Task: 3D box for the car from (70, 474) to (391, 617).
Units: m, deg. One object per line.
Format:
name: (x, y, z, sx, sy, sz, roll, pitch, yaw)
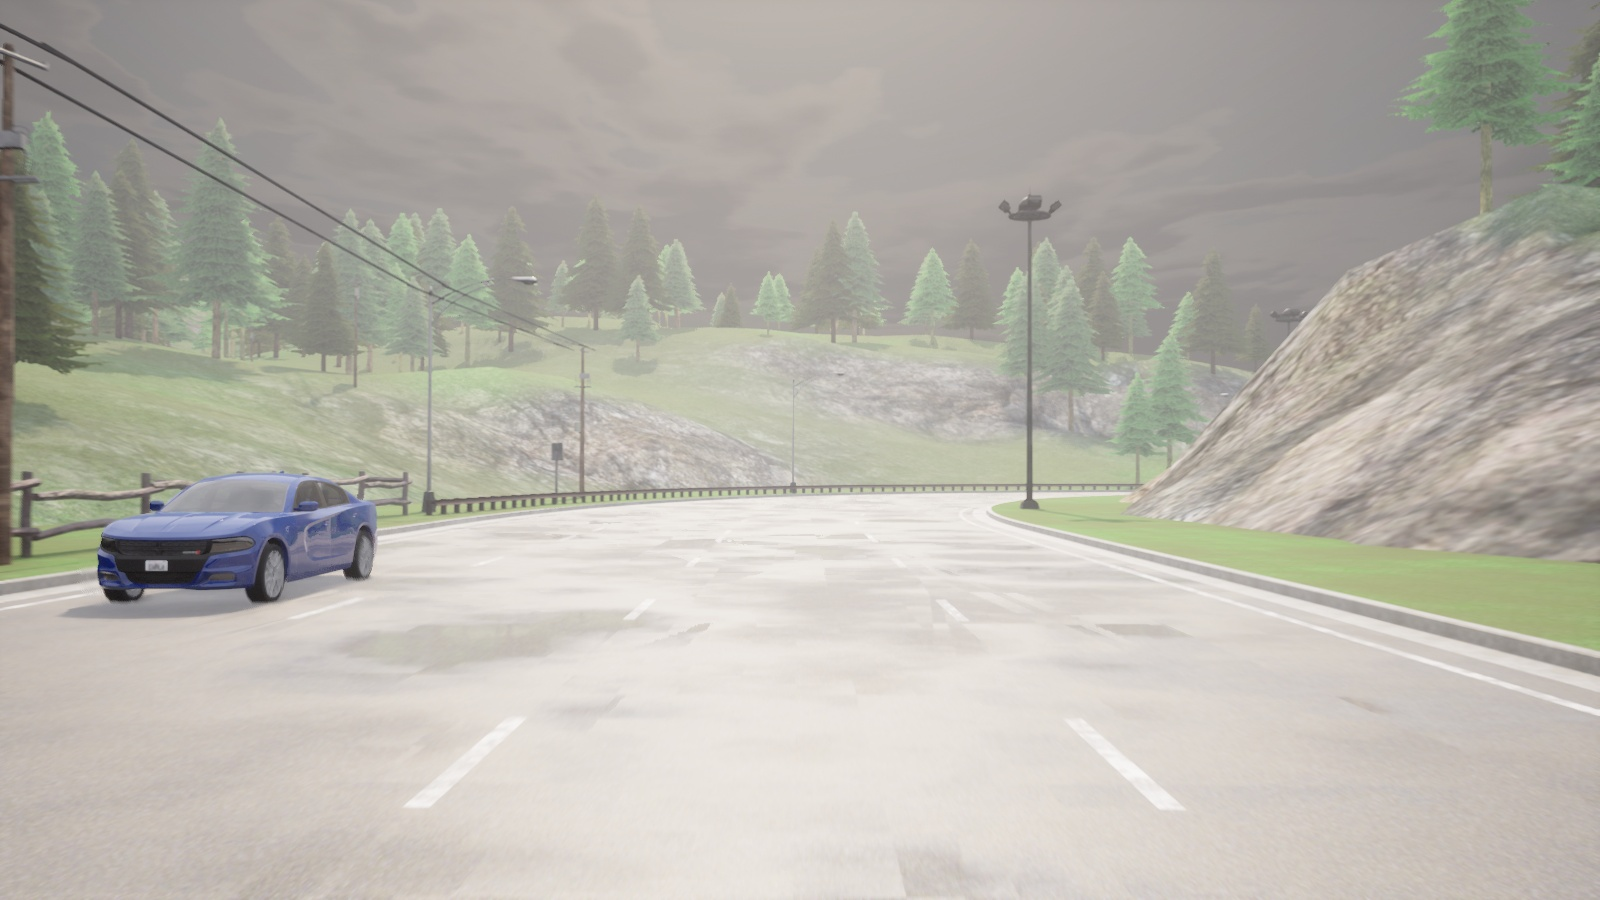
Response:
car: (-7.039, 1.092, 16.235, 1.882, 1.535, 5.008, 0, -1, 0)
